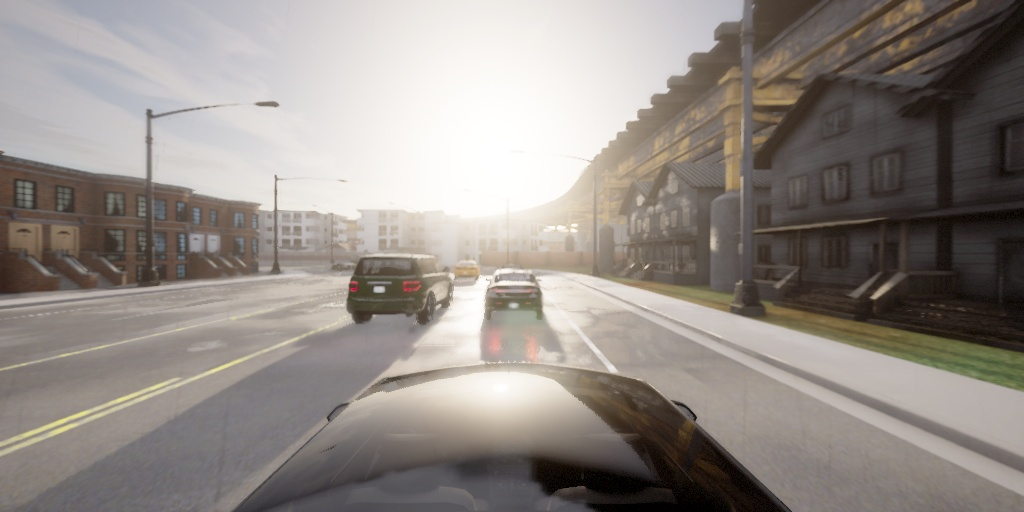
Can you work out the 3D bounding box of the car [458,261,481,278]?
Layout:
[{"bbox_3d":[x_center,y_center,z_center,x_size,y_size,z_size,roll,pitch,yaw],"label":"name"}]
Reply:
[{"bbox_3d":[-3.654,1.141,29.691,1.882,1.535,5.008,0,0,-3],"label":"car"}]

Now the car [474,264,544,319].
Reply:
[{"bbox_3d":[0.067,1.206,12.620,2.128,1.511,4.902,0,0,0],"label":"car"}]

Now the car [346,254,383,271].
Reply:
[{"bbox_3d":[-19.699,0.831,47.819,5.566,2.045,2.150,0,0,38],"label":"car"}]

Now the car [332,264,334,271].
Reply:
[{"bbox_3d":[-20.098,1.186,43.128,1.994,1.385,4.181,0,0,-44],"label":"car"}]

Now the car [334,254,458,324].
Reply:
[{"bbox_3d":[-3.435,0.942,12.018,2.150,2.045,5.566,0,0,0],"label":"car"}]
